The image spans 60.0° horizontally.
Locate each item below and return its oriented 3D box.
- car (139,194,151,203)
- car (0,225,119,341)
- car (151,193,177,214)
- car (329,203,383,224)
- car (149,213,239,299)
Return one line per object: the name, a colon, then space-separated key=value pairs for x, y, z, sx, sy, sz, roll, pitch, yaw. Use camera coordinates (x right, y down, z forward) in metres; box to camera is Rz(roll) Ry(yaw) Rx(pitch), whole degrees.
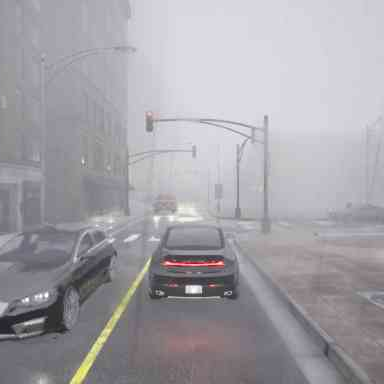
car: x=-8.388 y=1.294 z=70.081 sx=5.566 sy=2.045 sz=2.150 roll=0 pitch=0 yaw=9
car: x=-2.837 y=1.491 z=6.855 sx=2.128 sy=1.511 sz=4.902 roll=0 pitch=0 yaw=0
car: x=-2.827 y=1.232 z=36.506 sx=2.150 sy=2.045 sz=5.566 roll=0 pitch=0 yaw=1
car: x=12.066 y=1.515 z=23.797 sx=4.181 sy=1.385 sz=1.994 roll=0 pitch=0 yaw=0
car: x=0.060 y=1.505 z=8.409 sx=1.837 sy=1.490 sz=4.892 roll=0 pitch=0 yaw=1
